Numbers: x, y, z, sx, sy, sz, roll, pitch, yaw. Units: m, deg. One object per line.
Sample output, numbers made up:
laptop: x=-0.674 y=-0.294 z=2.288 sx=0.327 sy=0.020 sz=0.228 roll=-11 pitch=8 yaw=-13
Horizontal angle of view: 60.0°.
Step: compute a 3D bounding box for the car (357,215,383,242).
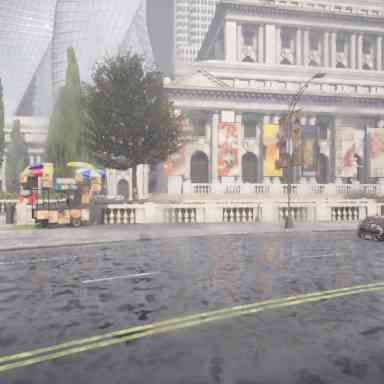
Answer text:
car: x=9.804 y=1.355 z=14.874 sx=4.553 sy=1.767 sz=2.097 roll=0 pitch=0 yaw=-12
